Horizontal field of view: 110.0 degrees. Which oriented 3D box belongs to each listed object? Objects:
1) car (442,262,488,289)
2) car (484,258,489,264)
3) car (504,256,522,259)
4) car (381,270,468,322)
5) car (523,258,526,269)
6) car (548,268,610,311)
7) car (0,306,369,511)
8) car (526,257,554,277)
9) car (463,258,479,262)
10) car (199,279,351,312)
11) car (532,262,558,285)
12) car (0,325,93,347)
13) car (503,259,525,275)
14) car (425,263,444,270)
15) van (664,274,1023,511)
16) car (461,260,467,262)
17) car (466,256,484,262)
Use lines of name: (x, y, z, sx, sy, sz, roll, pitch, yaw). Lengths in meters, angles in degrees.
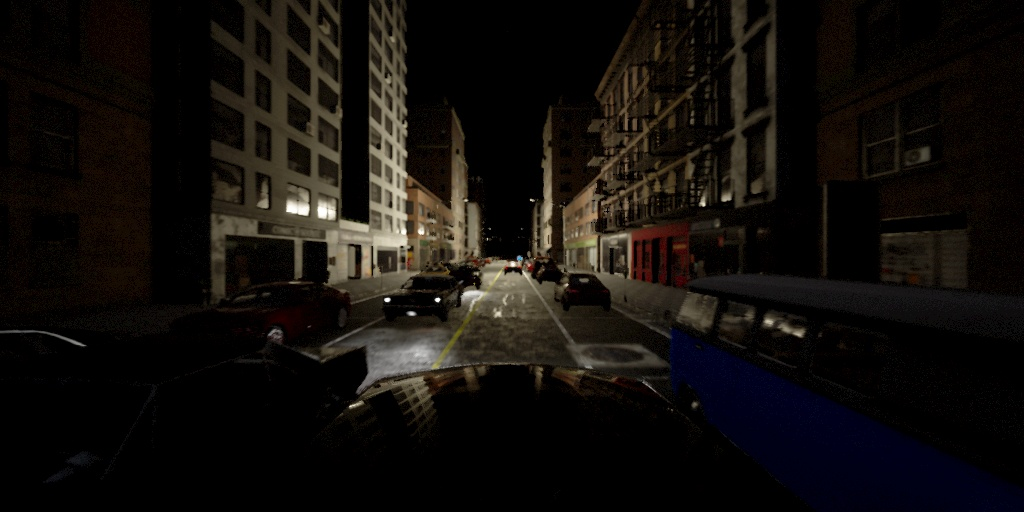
car: (-2.840, 1.269, 22.460, 1.994, 1.385, 4.181, 0, 0, 0)
car: (-5.386, 1.045, 59.484, 1.967, 1.591, 4.097, 0, 0, 0)
car: (0.094, 1.110, 49.523, 1.882, 1.535, 5.008, 0, 0, 0)
car: (-2.845, 1.329, 12.406, 1.895, 1.301, 4.718, 0, 0, 0)
car: (2.638, 1.092, 42.443, 1.967, 1.591, 4.097, 0, 0, 0)
car: (2.638, 1.307, 14.036, 1.802, 1.307, 4.207, 0, 0, 0)
car: (-2.859, 1.350, 2.368, 1.895, 1.301, 4.718, 0, 0, 3)
car: (2.638, 0.998, 31.081, 2.192, 1.841, 5.009, 0, 0, 0)
car: (-5.387, 1.217, 42.438, 1.948, 1.339, 4.313, 0, 0, 0)
car: (-5.387, 1.282, 8.347, 1.888, 1.381, 4.507, 0, 0, 0)
car: (2.638, 1.281, 25.399, 1.802, 1.307, 4.207, 0, 0, 0)
car: (-5.388, 1.299, 2.665, 2.007, 1.370, 4.403, 0, 0, 0)
car: (0.106, 1.268, 36.910, 1.895, 1.301, 4.718, 0, 0, 0)
car: (-5.387, 1.223, 25.223, 1.751, 1.417, 4.829, 0, 0, 0)
van: (2.638, 1.090, 2.674, 1.690, 1.789, 3.998, 0, 0, 0)
car: (-5.387, 1.248, 31.075, 1.948, 1.339, 4.313, 0, 0, 0)
car: (-5.387, 0.951, 48.120, 2.192, 1.841, 5.009, 0, 0, 0)
